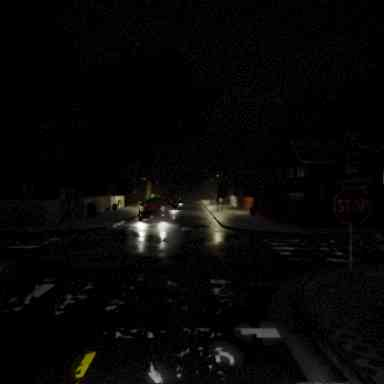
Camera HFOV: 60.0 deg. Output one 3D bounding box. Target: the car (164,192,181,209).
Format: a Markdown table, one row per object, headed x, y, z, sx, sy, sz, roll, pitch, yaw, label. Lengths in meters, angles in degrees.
| x | y | z | sx | sy | sz | roll | pitch | yaw | label |
| --- | --- | --- | --- | --- | --- | --- | --- | --- | --- |
| -2.913 | 1.035 | 41.163 | 2.150 | 2.045 | 5.566 | 0 | 0 | 0 | car |

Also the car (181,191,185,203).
| x | y | z | sx | sy | sz | roll | pitch | yaw | label |
| --- | --- | --- | --- | --- | --- | --- | --- | --- | --- |
| -2.860 | 1.090 | 60.992 | 2.097 | 1.767 | 4.553 | 0 | 0 | 0 | car |

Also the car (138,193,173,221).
| x | y | z | sx | sy | sz | roll | pitch | yaw | label |
| --- | --- | --- | --- | --- | --- | --- | --- | --- | --- |
| -2.894 | 1.230 | 26.132 | 2.097 | 1.767 | 4.553 | 0 | 0 | 0 | car |
